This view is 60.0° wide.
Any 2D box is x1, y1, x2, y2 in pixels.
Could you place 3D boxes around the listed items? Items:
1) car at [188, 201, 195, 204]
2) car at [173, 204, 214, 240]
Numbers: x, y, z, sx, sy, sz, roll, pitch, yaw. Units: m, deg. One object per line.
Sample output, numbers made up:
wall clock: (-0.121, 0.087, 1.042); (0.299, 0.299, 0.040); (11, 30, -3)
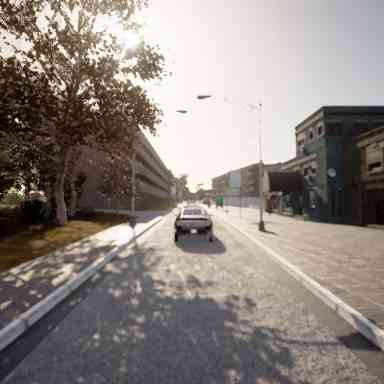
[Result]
car: (0.051, 1.953, 34.739); (1.812, 1.442, 4.674); (0, -2, 0)
car: (0.076, 1.552, 17.120); (2.128, 1.511, 4.902); (0, -1, 0)
